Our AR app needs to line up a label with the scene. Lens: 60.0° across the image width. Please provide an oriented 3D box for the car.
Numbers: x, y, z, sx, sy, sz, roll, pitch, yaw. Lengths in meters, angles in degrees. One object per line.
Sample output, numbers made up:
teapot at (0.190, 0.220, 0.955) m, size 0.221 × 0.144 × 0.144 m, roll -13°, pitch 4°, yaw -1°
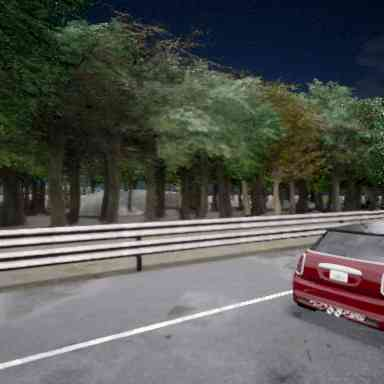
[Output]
car at (4.105, 1.379, 6.531) m, size 4.553 × 1.767 × 2.097 m, roll 0°, pitch 0°, yaw -34°
